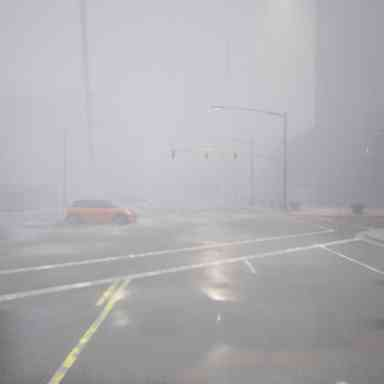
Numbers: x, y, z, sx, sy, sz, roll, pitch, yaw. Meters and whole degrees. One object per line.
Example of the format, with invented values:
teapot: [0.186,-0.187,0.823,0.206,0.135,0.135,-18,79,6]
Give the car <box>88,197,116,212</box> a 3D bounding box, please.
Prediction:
car: [-10.591,1.429,39.549,1.882,1.535,5.008,0,0,0]

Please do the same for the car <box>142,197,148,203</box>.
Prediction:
car: [-10.489,1.682,70.902,1.895,1.301,4.718,0,-1,0]

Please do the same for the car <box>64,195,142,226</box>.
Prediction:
car: [-5.940,1.296,22.119,4.553,1.767,2.097,0,0,0]
